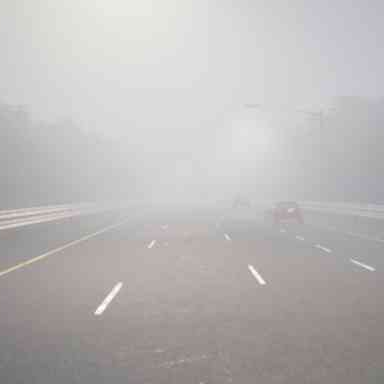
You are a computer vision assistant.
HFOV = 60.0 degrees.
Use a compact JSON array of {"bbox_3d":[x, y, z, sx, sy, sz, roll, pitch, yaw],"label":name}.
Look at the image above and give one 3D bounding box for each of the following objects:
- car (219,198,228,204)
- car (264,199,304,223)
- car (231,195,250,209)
[{"bbox_3d":[7.323,2.066,78.182,1.882,1.535,5.008,0,-1,1],"label":"car"},{"bbox_3d":[7.033,1.394,25.906,2.097,1.767,4.553,0,0,0],"label":"car"},{"bbox_3d":[7.123,1.438,48.869,2.150,2.045,5.566,0,-1,0],"label":"car"}]
